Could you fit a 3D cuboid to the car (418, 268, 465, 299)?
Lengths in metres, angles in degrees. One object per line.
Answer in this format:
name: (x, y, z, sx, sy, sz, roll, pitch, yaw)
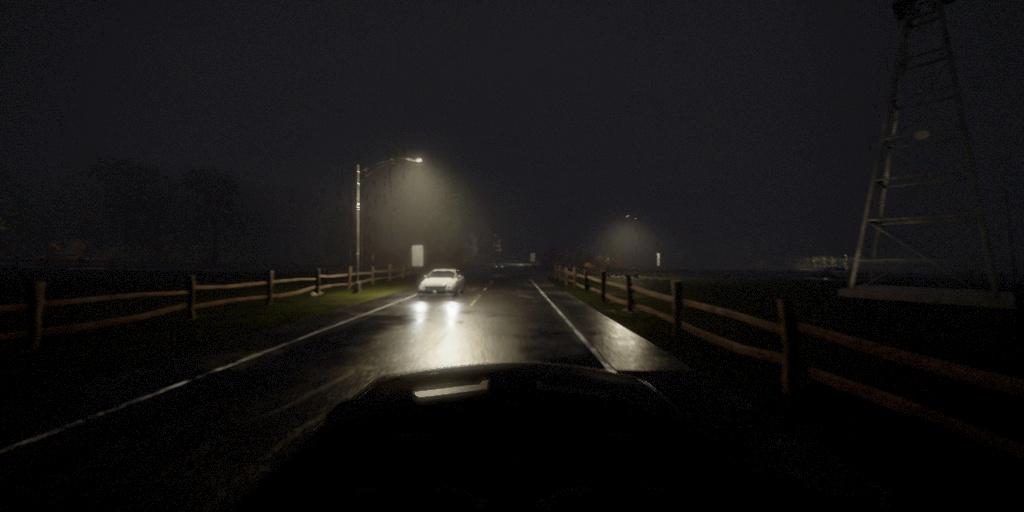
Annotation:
car: (-3.577, 1.398, 18.963, 1.812, 1.442, 4.674, 0, -1, 0)
